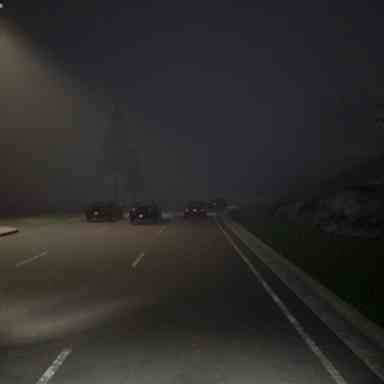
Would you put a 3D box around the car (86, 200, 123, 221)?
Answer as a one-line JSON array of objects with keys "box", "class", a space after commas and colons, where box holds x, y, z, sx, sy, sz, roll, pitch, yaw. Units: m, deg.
[{"box": [-6.735, 1.365, 26.173, 1.882, 1.535, 5.008, 0, 0, 2], "class": "car"}]

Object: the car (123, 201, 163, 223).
[{"box": [-3.302, 1.386, 24.494, 2.128, 1.511, 4.902, 0, 0, 2], "class": "car"}]

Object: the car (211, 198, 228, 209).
[{"box": [3.254, 1.388, 41.551, 1.994, 1.385, 4.181, 0, 0, 16], "class": "car"}]

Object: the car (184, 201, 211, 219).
[{"box": [0.340, 1.430, 27.647, 2.033, 1.411, 5.357, 0, 0, 3], "class": "car"}]
